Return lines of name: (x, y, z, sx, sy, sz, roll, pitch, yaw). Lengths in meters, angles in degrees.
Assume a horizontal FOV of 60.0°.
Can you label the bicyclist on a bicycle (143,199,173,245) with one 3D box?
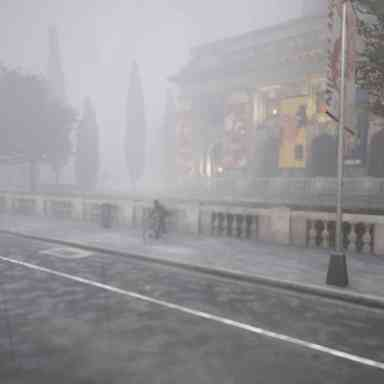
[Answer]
bicyclist on a bicycle: (-1.219, 1.091, 12.210, 0.582, 1.620, 1.656, 2, 1, 35)
